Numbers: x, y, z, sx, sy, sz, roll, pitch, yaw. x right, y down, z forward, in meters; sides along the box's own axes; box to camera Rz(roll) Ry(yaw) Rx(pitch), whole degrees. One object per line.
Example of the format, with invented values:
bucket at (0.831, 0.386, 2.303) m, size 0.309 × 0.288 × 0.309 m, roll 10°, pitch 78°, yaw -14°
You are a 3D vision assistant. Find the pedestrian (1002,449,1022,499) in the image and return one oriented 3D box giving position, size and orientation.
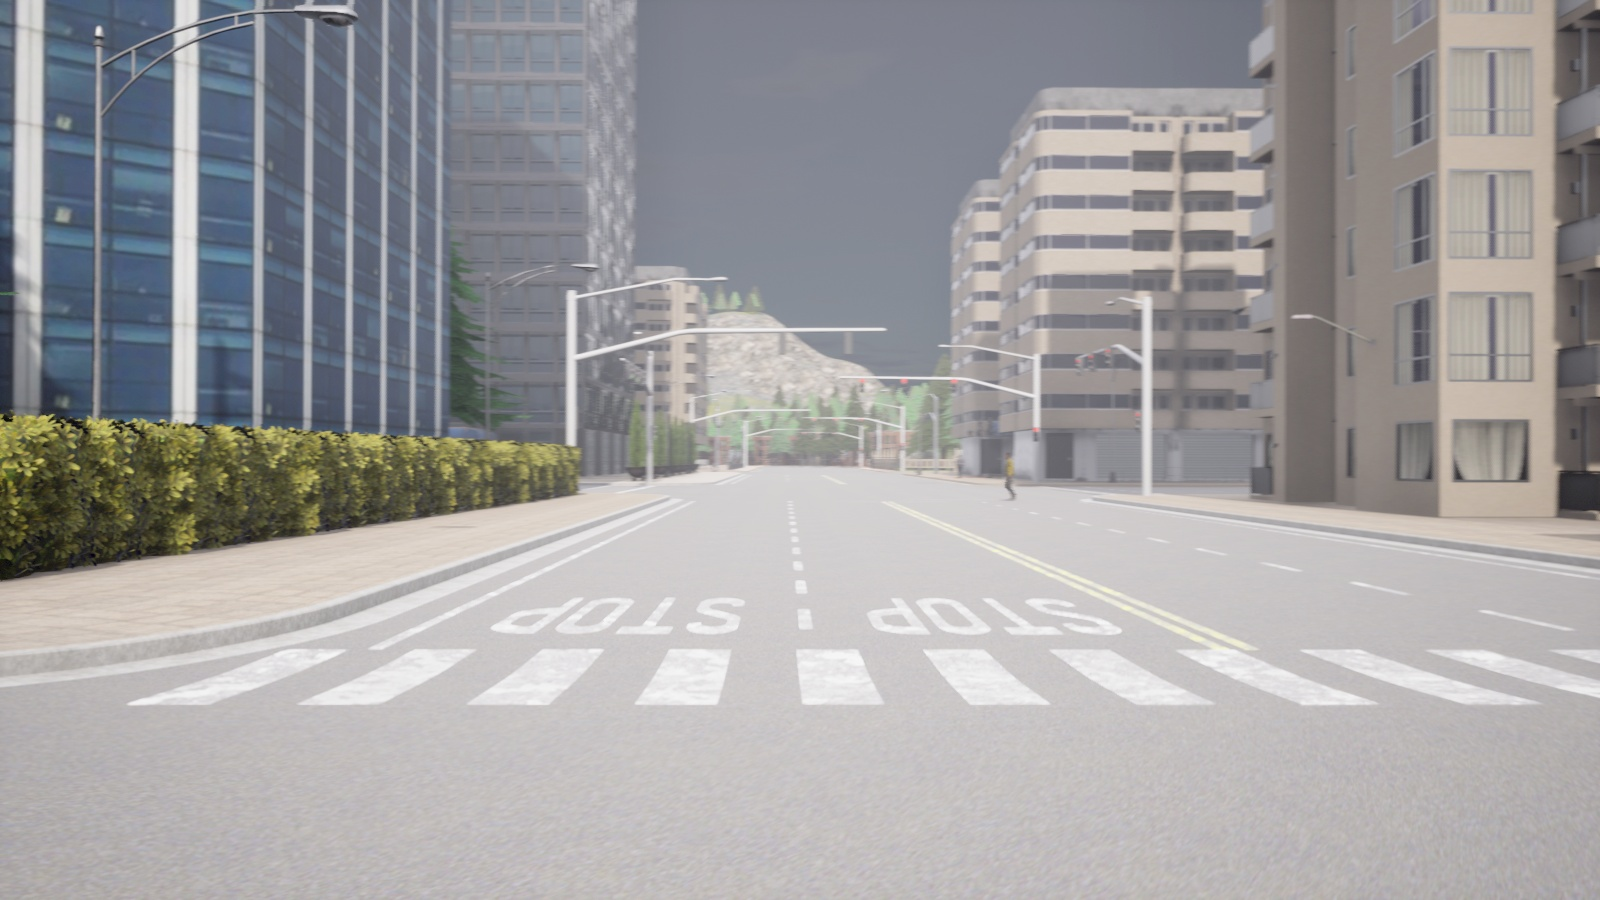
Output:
pedestrian at (7.879, 0.903, 46.609) m, size 0.709 × 1.840 × 0.431 m, roll 0°, pitch 0°, yaw 7°
